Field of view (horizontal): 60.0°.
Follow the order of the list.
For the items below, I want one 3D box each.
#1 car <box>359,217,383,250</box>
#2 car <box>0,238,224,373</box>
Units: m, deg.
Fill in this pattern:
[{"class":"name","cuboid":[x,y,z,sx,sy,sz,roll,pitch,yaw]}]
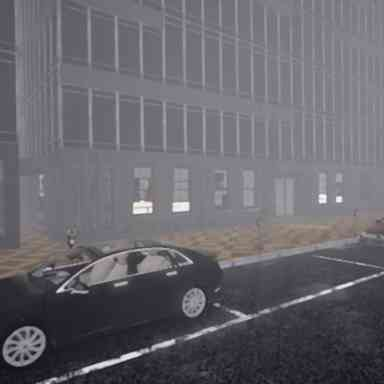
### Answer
[{"class":"car","cuboid":[7.813,1.379,12.136,4.206,1.307,1.802,-1,1,-36]},{"class":"car","cuboid":[-1.453,1.521,5.524,4.403,1.369,2.008,-1,1,-36]}]
